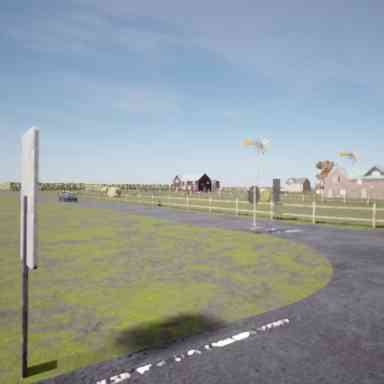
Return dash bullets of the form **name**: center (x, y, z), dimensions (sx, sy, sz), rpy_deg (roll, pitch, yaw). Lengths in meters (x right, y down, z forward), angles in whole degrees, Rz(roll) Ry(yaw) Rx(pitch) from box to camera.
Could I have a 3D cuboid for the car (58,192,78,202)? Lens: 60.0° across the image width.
- **car**: center (-18.665, 0.725, 49.917), dimensions (1.994, 1.385, 4.181), rpy_deg (1, 1, -36)
